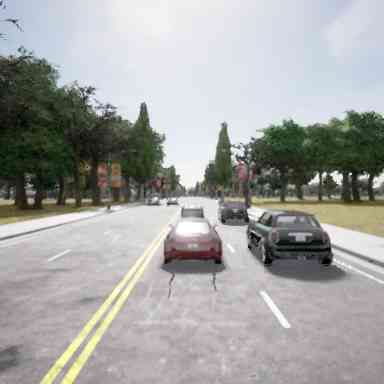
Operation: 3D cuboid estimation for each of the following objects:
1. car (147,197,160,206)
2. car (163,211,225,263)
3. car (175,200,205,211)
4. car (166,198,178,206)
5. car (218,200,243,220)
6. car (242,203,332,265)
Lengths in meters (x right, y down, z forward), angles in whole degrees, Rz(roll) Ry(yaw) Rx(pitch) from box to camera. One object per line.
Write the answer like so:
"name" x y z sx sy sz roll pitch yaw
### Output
"car" -6.563 1.662 57.380 2.128 1.511 4.902 0 0 1
"car" 0.045 1.643 12.351 1.994 1.385 4.181 0 0 0
"car" 0.038 1.607 27.221 2.128 1.511 4.902 0 0 0
"car" -3.315 1.734 57.481 1.994 1.385 4.181 0 0 0
"car" 3.288 1.466 27.156 2.097 1.767 4.553 0 0 0
"car" 3.291 1.429 12.151 2.097 1.767 4.553 0 0 0
